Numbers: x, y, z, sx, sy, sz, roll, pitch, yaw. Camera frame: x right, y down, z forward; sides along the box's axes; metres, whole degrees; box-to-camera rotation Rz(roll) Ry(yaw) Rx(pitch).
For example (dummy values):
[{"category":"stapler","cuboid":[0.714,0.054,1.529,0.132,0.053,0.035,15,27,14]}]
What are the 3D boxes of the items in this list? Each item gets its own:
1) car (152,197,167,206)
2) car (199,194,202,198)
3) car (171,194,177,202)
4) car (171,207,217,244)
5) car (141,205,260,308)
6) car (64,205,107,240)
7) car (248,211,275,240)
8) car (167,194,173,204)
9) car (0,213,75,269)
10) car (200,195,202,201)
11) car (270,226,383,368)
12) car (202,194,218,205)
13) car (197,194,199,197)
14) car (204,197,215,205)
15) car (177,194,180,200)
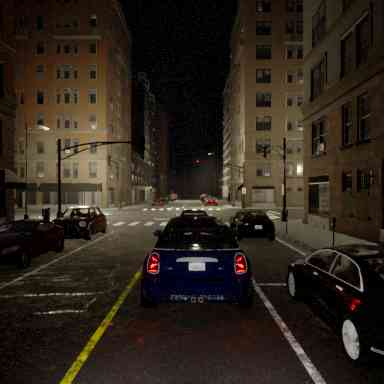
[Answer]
[{"category":"car","cuboid":[-5.455,1.618,53.705,1.802,1.307,4.206,0,0,0]},{"category":"car","cuboid":[3.181,1.524,75.299,1.967,1.590,4.097,0,0,0]},{"category":"car","cuboid":[-5.316,1.626,80.577,1.752,1.417,4.829,0,0,0]},{"category":"car","cuboid":[0.100,1.565,16.647,1.994,1.385,4.181,0,0,1]},{"category":"car","cuboid":[0.105,1.352,8.064,2.097,1.767,4.553,0,0,0]},{"category":"car","cuboid":[-5.616,1.441,16.603,1.967,1.590,4.097,0,0,0]},{"category":"car","cuboid":[2.910,1.566,16.573,1.947,1.339,4.313,0,0,0]},{"category":"car","cuboid":[-5.399,1.607,64.522,2.008,1.369,4.403,0,0,0]},{"category":"car","cuboid":[-5.634,1.582,11.101,1.802,1.307,4.206,0,0,0]},{"category":"car","cuboid":[3.126,1.607,64.481,2.008,1.369,4.403,0,0,0]},{"category":"car","cuboid":[2.873,1.551,5.571,2.008,1.369,4.403,0,0,0]},{"category":"car","cuboid":[3.069,1.476,53.663,1.967,1.590,4.097,0,0,0]},{"category":"car","cuboid":[3.264,1.457,91.526,2.192,1.841,5.009,0,0,0]},{"category":"car","cuboid":[3.098,1.571,59.243,1.752,1.417,4.829,0,0,0]},{"category":"car","cuboid":[-5.260,1.457,91.565,2.192,1.841,5.009,0,0,0]}]
